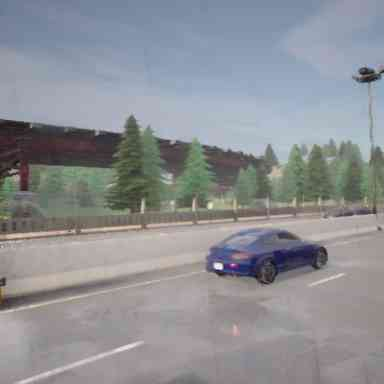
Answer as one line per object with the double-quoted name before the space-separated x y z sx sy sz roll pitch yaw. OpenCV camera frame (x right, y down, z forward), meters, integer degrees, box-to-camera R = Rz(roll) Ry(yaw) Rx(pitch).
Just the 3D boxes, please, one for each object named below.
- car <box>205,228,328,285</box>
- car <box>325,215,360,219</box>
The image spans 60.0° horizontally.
"car" 2.475 1.866 10.607 4.674 1.442 1.812 0 -3 -40
"car" 16.145 2.441 36.316 4.892 1.490 1.837 0 -3 -40
